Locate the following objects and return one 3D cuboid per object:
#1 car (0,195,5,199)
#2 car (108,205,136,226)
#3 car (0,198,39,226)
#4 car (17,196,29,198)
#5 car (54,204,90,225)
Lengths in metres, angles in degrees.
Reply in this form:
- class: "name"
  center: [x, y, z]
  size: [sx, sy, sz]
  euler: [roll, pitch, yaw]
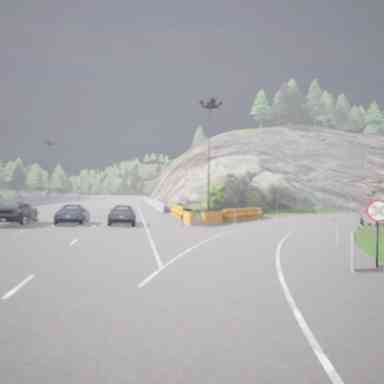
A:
- class: "car"
  center: [-31.597, 1.248, 53.309]
  size: [1.837, 1.490, 4.892]
  euler: [1, -1, -10]
- class: "car"
  center: [-5.150, 1.670, 24.731]
  size: [1.994, 1.385, 4.181]
  euler: [1, 0, -10]
- class: "car"
  center: [-11.884, 1.434, 22.631]
  size: [1.837, 1.490, 4.892]
  euler: [1, 0, -10]
- class: "car"
  center: [-33.903, 1.402, 66.394]
  size: [1.895, 1.301, 4.718]
  euler: [1, -1, -10]
- class: "car"
  center: [-8.584, 1.583, 24.065]
  size: [1.994, 1.385, 4.181]
  euler: [1, 0, -10]
